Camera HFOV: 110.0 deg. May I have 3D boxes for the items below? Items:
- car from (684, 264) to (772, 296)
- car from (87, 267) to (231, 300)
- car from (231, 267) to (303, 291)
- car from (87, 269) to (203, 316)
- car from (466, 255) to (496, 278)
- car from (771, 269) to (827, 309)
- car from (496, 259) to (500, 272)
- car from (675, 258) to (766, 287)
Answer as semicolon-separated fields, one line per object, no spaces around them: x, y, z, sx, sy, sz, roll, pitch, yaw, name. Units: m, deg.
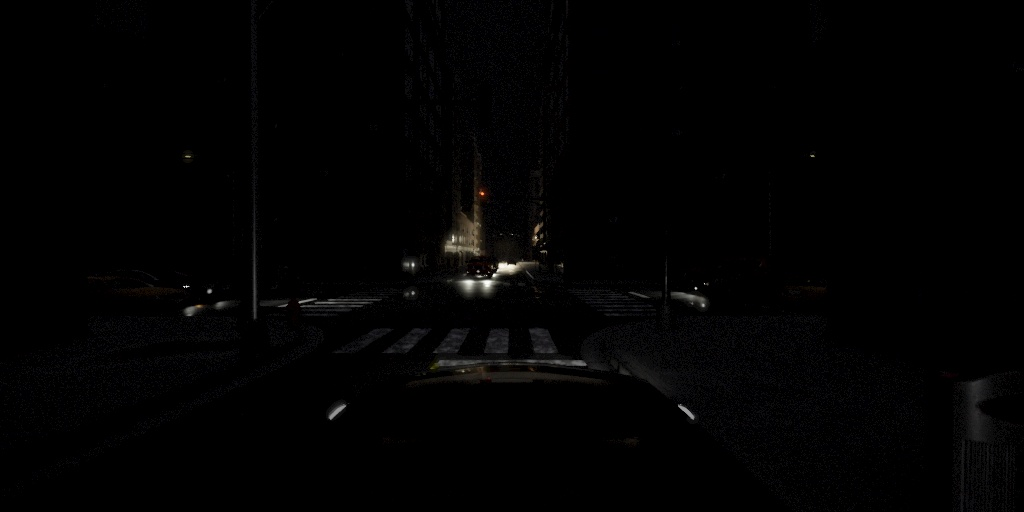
12.137;1.276;18.369;5.357;1.411;2.033;0;0;3;car
-15.480;1.260;15.433;4.902;1.511;2.128;0;0;0;car
-14.566;1.308;20.933;4.313;1.339;1.948;0;0;0;car
-14.402;1.305;12.908;4.829;1.417;1.751;0;0;0;car
-2.906;0.963;33.514;2.150;2.045;5.566;0;0;0;car
12.482;1.280;12.920;4.829;1.417;1.751;0;0;0;car
-2.922;0.956;43.903;2.150;2.045;5.566;0;0;0;car
12.317;1.031;20.945;5.009;1.841;2.192;0;0;0;car
